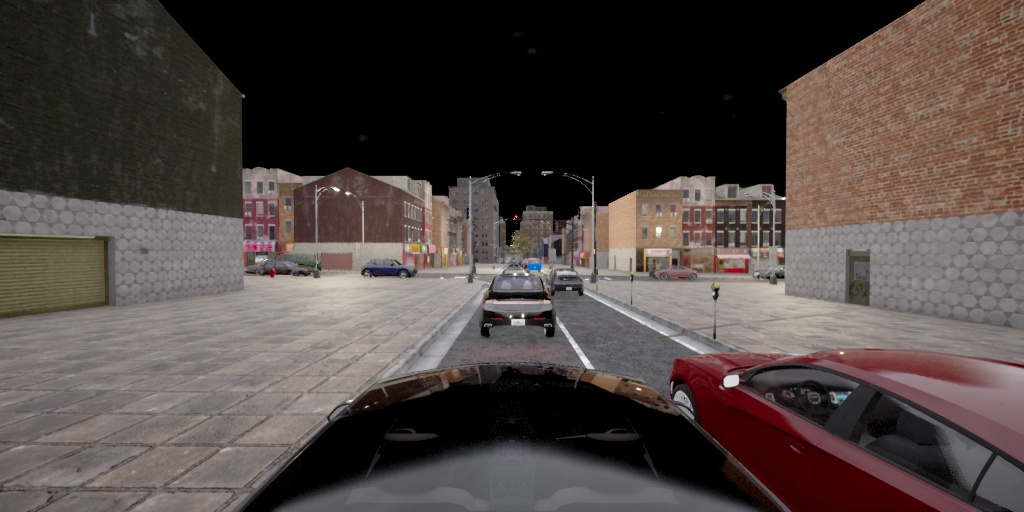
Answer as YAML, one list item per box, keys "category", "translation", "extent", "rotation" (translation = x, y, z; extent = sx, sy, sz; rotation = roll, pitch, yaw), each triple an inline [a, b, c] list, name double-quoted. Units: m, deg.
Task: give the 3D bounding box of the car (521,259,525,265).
- category: "car"
  translation: [2.922, 1.249, 56.737]
  extent: [2.192, 1.841, 5.009]
  rotation: [0, 0, 0]

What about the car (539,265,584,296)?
- category: "car"
  translation: [2.725, 1.316, 19.201]
  extent: [2.007, 1.370, 4.403]
  rotation: [0, 0, 0]

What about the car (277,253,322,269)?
- category: "car"
  translation: [-21.240, 0.725, 34.339]
  extent: [5.566, 2.045, 2.150]
  rotation: [1, 1, 0]

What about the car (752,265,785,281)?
- category: "car"
  translation: [25.584, 1.617, 34.019]
  extent: [4.902, 1.511, 2.128]
  rotation: [1, 1, 0]

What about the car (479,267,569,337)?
- category: "car"
  translation: [0.143, 1.243, 10.292]
  extent: [2.128, 1.511, 4.902]
  rotation: [0, 0, 0]

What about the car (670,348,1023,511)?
- category: "car"
  translation: [2.637, 1.294, 2.326]
  extent: [1.888, 1.381, 4.507]
  rotation: [0, 0, 0]

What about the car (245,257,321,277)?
- category: "car"
  translation: [-20.159, 1.106, 31.380]
  extent: [5.357, 1.411, 2.033]
  rotation: [1, 1, 0]

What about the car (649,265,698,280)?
- category: "car"
  translation: [15.290, 1.554, 34.094]
  extent: [4.181, 1.385, 1.994]
  rotation: [1, 1, 0]

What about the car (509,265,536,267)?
- category: "car"
  translation: [0.222, 1.369, 20.335]
  extent: [1.895, 1.301, 4.718]
  rotation: [0, 0, 1]

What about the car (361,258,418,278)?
- category: "car"
  translation: [-10.607, 1.039, 31.322]
  extent: [4.553, 1.767, 2.097]
  rotation: [1, 1, 0]

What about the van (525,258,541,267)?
- category: "van"
  translation: [2.867, 1.210, 46.156]
  extent: [1.690, 1.789, 3.998]
  rotation: [0, 0, 0]
